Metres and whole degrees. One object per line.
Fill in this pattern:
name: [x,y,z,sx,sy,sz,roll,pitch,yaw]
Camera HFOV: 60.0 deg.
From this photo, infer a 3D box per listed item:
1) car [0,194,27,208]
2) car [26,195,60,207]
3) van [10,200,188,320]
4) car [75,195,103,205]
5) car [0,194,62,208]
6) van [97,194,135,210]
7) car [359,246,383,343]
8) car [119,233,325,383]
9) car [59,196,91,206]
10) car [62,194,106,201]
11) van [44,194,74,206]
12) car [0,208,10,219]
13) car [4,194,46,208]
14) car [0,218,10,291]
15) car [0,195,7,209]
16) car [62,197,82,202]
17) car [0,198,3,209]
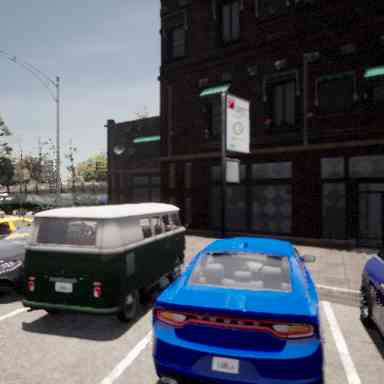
car: [-27.428,1.318,48.598,5.566,2.045,2.435,-1,0,14]
car: [-24.045,1.448,53.624,4.553,1.767,2.185,-1,-1,14]
van: [-1.436,1.269,7.335,1.878,1.987,4.442,0,-1,15]
car: [-18.906,1.452,61.099,4.553,1.767,2.185,-1,0,14]
car: [-16.740,1.288,34.064,5.566,2.045,2.435,1,0,14]
van: [-10.026,1.323,43.842,4.442,1.987,1.878,1,0,14]
car: [3.439,1.360,3.754,2.185,1.767,4.553,0,-1,16]
car: [0.972,1.489,5.468,2.097,1.535,5.008,0,-1,16]
car: [-20.633,1.578,58.621,4.892,1.521,2.231,-1,-1,14]
car: [-13.483,1.292,38.965,5.566,2.045,2.435,1,1,14]
van: [-22.437,1.351,56.138,4.442,1.987,1.878,-1,0,14]
car: [-6.405,1.495,10.527,1.946,1.575,5.366,0,-1,15]
car: [-25.681,1.320,51.111,5.566,2.045,2.435,-1,-1,14]
car: [-3.905,1.537,8.966,2.002,1.452,4.674,0,-1,15]
car: [-11.255,1.257,14.221,2.435,2.045,5.566,0,-1,15]
car: [-15.140,1.571,36.504,4.792,1.488,2.163,1,1,14]
car: [-29.117,1.597,46.090,4.792,1.488,2.163,-1,0,14]
